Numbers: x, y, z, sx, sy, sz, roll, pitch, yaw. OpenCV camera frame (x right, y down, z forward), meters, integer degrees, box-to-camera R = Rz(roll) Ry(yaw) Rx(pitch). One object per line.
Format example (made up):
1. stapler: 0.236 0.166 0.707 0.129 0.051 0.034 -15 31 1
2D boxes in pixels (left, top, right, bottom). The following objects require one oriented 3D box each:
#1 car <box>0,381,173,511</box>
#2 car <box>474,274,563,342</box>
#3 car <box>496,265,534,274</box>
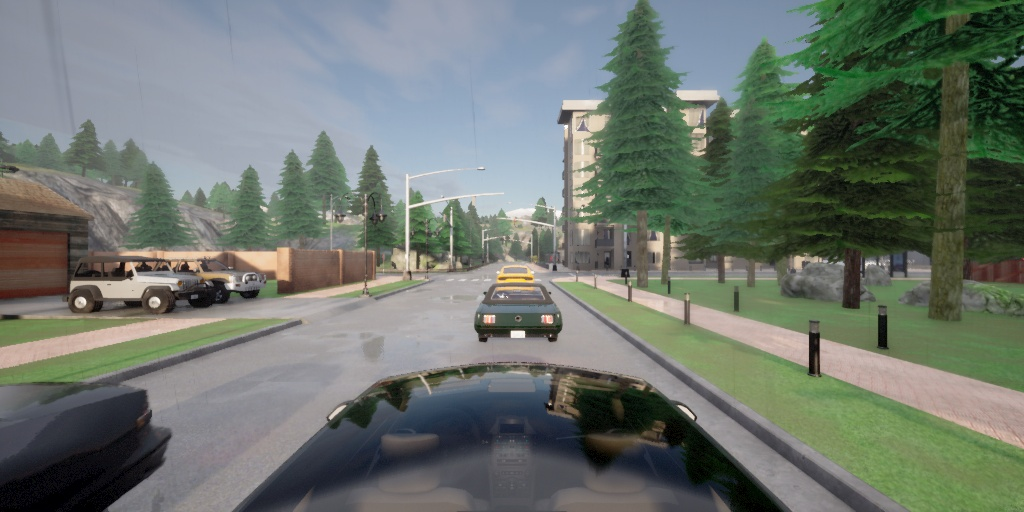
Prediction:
1. car: -3.614 1.298 0.387 2.033 1.411 5.357 0 0 0
2. car: 0.146 1.351 9.711 1.895 1.301 4.718 0 0 0
3. car: 0.176 1.228 19.050 1.882 1.535 5.008 0 0 0
